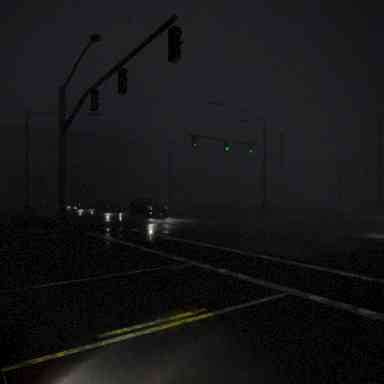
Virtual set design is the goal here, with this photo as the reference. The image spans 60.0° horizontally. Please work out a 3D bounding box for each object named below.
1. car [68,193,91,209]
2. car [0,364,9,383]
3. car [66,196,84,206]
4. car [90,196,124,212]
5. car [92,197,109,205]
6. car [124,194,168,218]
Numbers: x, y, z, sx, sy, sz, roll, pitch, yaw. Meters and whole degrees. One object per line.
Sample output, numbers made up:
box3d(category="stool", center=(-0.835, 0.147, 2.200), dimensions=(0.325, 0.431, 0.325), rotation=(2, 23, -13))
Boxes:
box3d(category="car", center=(-15.559, 1.221, 46.656), dimensions=(2.150, 2.045, 5.566), rotation=(0, 0, -33))
box3d(category="car", center=(-3.632, 1.547, 1.216), dimensions=(5.357, 1.411, 2.033), rotation=(0, 0, -35))
box3d(category="car", center=(-19.597, 1.491, 56.043), dimensions=(2.128, 1.511, 4.902), rotation=(0, 0, -10))
box3d(category="car", center=(-9.818, 1.526, 38.474), dimensions=(1.812, 1.442, 4.674), rotation=(0, 0, -36))
box3d(category="car", center=(-16.597, 1.601, 60.654), dimensions=(1.895, 1.301, 4.718), rotation=(0, 0, -2))
box3d(category="car", center=(-4.036, 1.352, 30.468), dimensions=(2.097, 1.767, 4.553), rotation=(0, 0, -36))
